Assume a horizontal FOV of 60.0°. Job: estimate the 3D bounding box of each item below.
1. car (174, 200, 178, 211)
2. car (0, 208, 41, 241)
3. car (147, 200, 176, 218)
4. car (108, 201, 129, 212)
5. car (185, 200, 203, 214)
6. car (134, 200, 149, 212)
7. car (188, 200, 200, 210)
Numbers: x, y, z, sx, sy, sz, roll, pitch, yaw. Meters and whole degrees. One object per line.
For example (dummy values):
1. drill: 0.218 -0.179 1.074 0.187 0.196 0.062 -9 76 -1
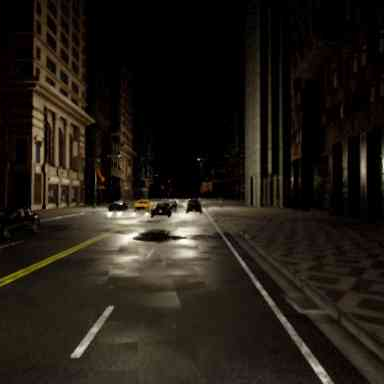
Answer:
1. car: -2.973 1.840 46.188 2.128 1.511 4.902 0 0 0
2. car: -9.780 1.602 17.567 2.128 1.511 4.902 0 0 0
3. car: -3.016 1.818 33.726 1.994 1.385 4.181 0 0 0
4. car: -9.588 1.879 43.643 1.994 1.385 4.181 0 0 0
5. car: 0.250 1.830 39.342 1.812 1.442 4.674 0 0 0
6. car: -6.339 1.800 43.547 1.882 1.535 5.008 0 -1 0
7. car: 0.290 1.910 49.955 1.812 1.442 4.674 0 0 0
